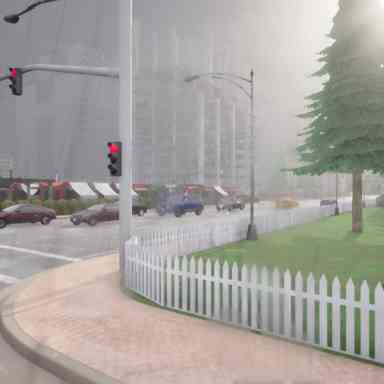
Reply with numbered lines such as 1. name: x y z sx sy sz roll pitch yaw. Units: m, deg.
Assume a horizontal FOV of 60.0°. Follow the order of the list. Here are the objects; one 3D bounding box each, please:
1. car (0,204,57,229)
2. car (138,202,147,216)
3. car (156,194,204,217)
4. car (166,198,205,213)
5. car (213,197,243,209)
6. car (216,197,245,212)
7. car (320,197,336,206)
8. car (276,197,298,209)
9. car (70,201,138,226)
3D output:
1. car: -11.415 1.526 22.169 1.812 1.442 4.674 0 0 36
2. car: -6.196 1.477 29.914 1.882 1.535 5.008 0 0 34
3. car: -0.990 1.221 31.378 2.150 2.045 5.566 0 0 34
4. car: -0.654 1.491 38.128 2.128 1.511 4.902 0 0 34
5. car: 5.160 1.491 46.696 2.128 1.511 4.902 0 0 34
6. car: 4.645 1.491 39.718 2.128 1.511 4.902 0 0 34
7. car: 21.080 1.526 51.264 1.812 1.442 4.674 0 0 34
8. car: 13.086 1.477 45.658 1.882 1.535 5.008 0 0 34
9. car: -6.300 1.526 23.458 1.812 1.442 4.674 0 0 34
